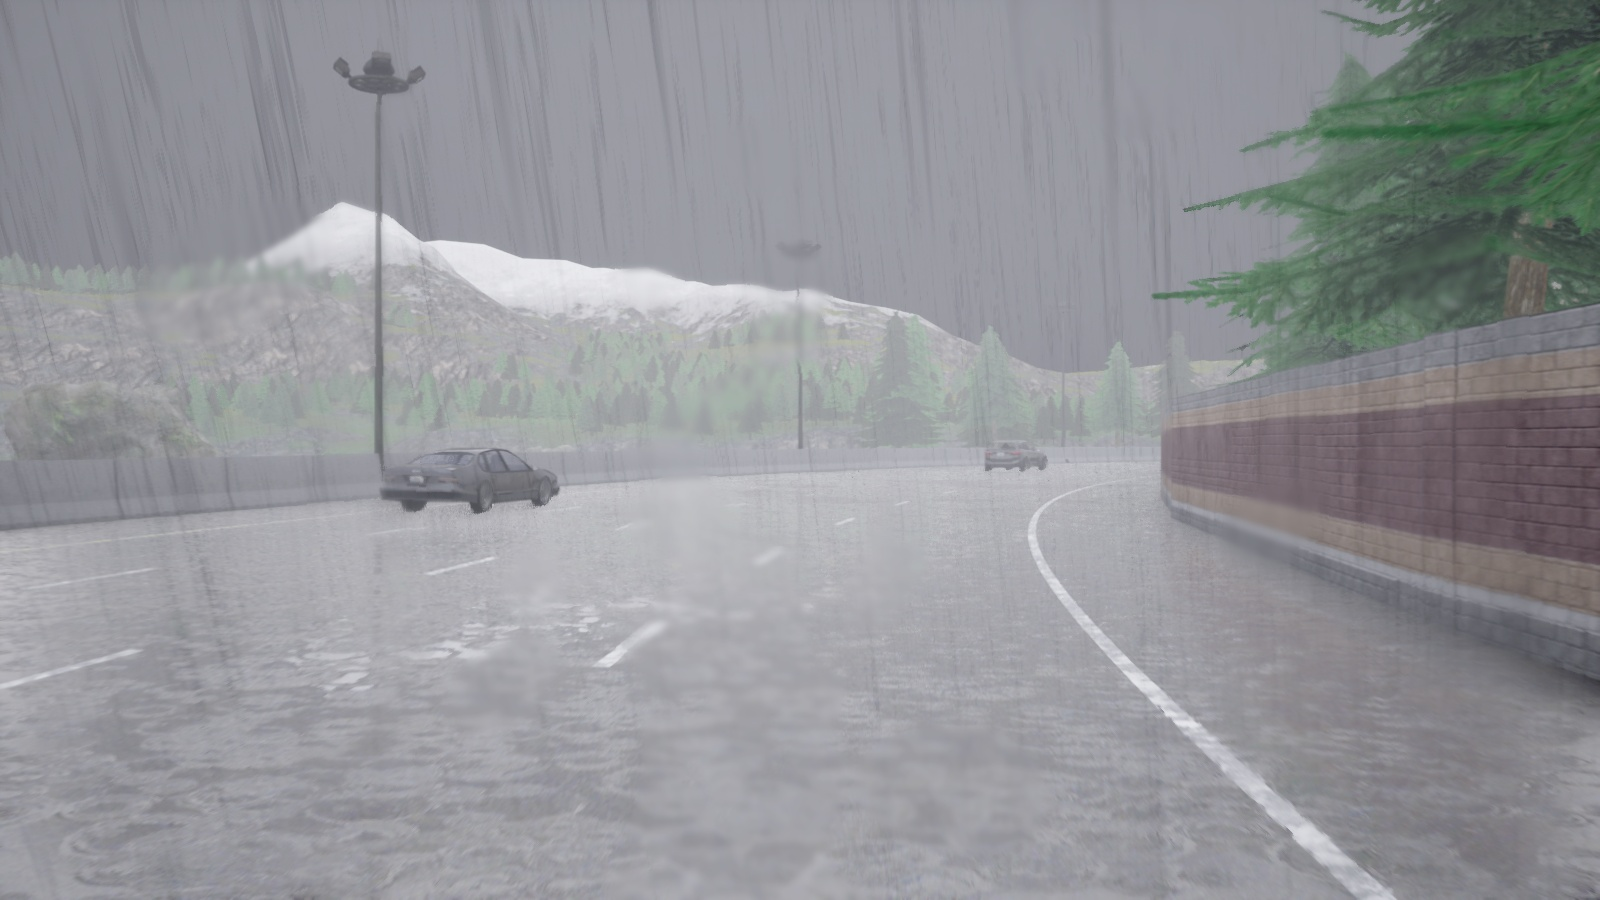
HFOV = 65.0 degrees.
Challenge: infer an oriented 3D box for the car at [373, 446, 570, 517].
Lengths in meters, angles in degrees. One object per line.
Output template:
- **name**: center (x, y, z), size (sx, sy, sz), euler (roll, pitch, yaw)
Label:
- **car**: center (-7.189, 0.627, 28.211), size (2.033, 1.411, 5.357), euler (0, 0, 13)

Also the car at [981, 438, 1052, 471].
- **car**: center (11.530, 0.228, 66.695), size (2.242, 1.667, 4.611), euler (0, 0, 30)
